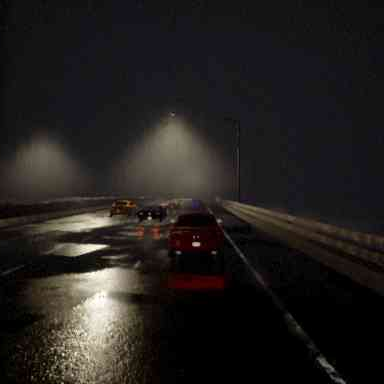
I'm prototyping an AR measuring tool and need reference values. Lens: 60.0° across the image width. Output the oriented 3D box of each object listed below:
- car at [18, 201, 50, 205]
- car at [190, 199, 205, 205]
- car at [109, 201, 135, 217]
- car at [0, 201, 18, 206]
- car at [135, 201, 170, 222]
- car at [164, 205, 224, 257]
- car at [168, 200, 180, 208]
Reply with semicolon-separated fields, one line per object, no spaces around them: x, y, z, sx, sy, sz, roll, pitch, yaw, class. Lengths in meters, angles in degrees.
-17.088;1.720;37.362;1.895;1.301;4.718;0;0;1;car
0.731;1.643;45.945;1.882;1.535;5.008;0;0;2;car
-6.585;1.584;32.354;1.882;1.535;5.008;0;0;1;car
-20.592;1.685;37.297;1.994;1.385;4.181;0;0;1;car
-3.174;1.690;27.536;1.895;1.301;4.718;0;0;1;car
0.158;1.517;13.101;1.882;1.535;5.008;0;0;0;car
-2.704;1.776;48.491;1.895;1.301;4.718;0;0;2;car
